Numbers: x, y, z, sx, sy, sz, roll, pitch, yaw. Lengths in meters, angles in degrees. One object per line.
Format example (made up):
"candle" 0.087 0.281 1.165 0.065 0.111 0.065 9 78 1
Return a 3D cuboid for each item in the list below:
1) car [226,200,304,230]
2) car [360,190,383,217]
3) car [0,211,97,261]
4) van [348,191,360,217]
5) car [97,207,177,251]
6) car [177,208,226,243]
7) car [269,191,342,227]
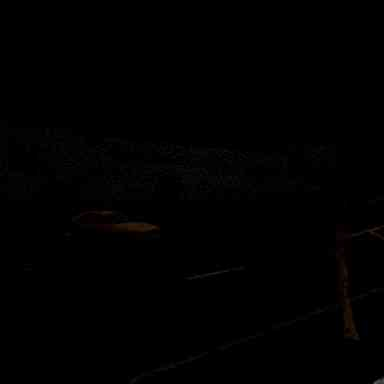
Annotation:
"car" 3.678 1.371 19.221 4.674 1.452 2.002 -1 0 35
"car" 10.987 0.932 24.408 5.566 2.045 2.435 -1 0 35
"car" -6.074 1.509 12.309 4.792 1.488 2.163 -1 0 35
"van" 8.631 1.007 22.626 4.442 1.987 1.878 -1 0 35
"car" -3.460 1.441 13.929 5.366 1.575 1.946 -1 -1 35
"car" -1.159 1.443 15.745 4.792 1.488 2.163 -1 -1 35
"car" 6.074 1.035 20.970 5.566 2.045 2.435 -1 0 35
